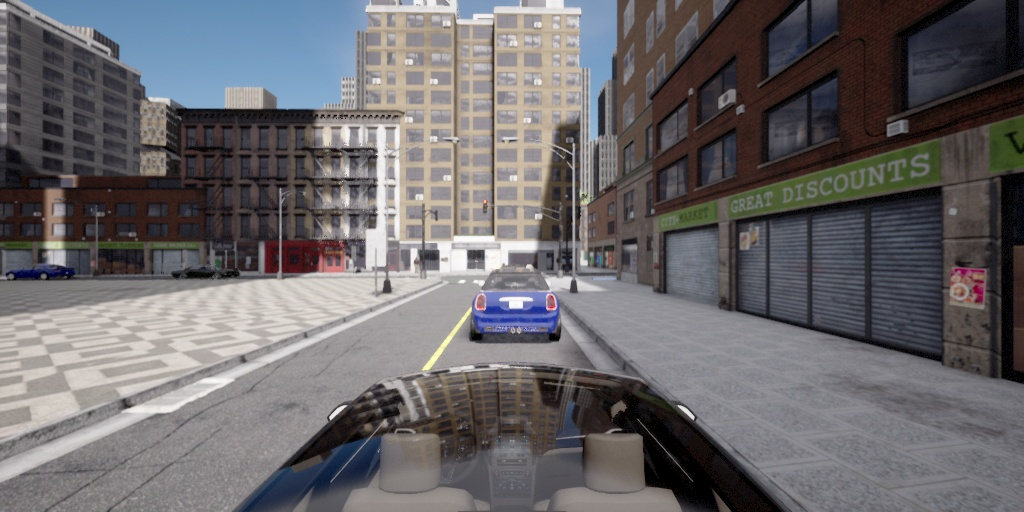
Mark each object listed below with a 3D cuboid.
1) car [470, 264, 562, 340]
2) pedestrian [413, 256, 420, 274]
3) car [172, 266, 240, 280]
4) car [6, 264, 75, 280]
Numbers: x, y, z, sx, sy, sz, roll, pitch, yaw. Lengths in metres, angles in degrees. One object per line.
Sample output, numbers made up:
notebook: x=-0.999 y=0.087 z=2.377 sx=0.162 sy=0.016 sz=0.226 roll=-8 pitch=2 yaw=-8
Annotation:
car: x=0.081 y=1.094 z=10.051 sx=2.097 sy=1.767 sz=4.553 roll=0 pitch=0 yaw=0
pedestrian: x=-10.264 y=0.938 z=38.313 sx=0.375 sy=1.860 sz=0.375 roll=0 pitch=0 yaw=-1
car: x=-27.026 y=1.506 z=31.817 sx=4.718 sy=1.301 sz=1.895 roll=0 pitch=0 yaw=-1
car: x=-45.548 y=1.501 z=34.683 sx=5.008 sy=1.535 sz=1.882 roll=0 pitch=0 yaw=-1
